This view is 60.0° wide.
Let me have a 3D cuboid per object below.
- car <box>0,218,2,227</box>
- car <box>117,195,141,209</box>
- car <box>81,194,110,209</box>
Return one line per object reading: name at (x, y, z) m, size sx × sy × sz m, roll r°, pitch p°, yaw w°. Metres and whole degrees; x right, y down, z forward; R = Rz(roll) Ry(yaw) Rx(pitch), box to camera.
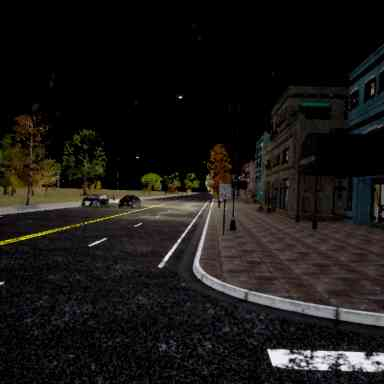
car at (-9.030, 1.240, 11.700) m, size 1.895 × 1.301 × 4.718 m, roll 2°, pitch 0°, yaw 4°
car at (-7.138, 1.128, 38.370) m, size 1.837 × 1.490 × 4.892 m, roll 2°, pitch 0°, yaw 4°
car at (-10.529, 0.981, 36.491) m, size 2.128 × 1.511 × 4.902 m, roll 2°, pitch 0°, yaw 4°
